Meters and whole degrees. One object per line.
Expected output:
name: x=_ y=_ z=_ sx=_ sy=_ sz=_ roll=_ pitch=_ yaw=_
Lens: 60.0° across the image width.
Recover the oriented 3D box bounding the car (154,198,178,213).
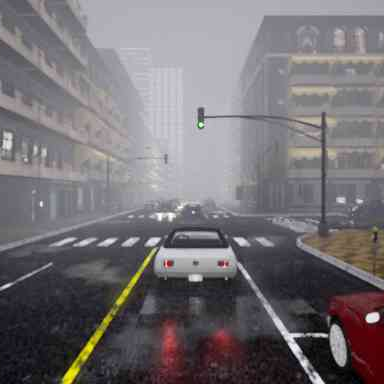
car: x=-3.088 y=1.763 z=40.607 sx=1.994 sy=1.385 sz=4.181 roll=0 pitch=0 yaw=0

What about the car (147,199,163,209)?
car: x=-5.691 y=1.826 z=51.800 sx=1.947 sy=1.339 sz=4.313 roll=-1 pitch=0 yaw=0

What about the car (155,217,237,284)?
car: x=0.139 y=1.647 z=9.680 sx=1.895 sy=1.301 sz=4.718 roll=0 pitch=0 yaw=1

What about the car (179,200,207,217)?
car: x=0.104 y=1.711 z=30.526 sx=1.994 sy=1.385 sz=4.181 roll=0 pitch=0 yaw=0

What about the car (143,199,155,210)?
car: x=-5.691 y=1.781 z=46.273 sx=2.008 sy=1.369 sz=4.403 roll=-1 pitch=0 yaw=0

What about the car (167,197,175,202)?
car: x=-5.684 y=2.062 z=90.496 sx=1.802 sy=1.307 sz=4.206 roll=-1 pitch=0 yaw=0

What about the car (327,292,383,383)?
car: x=2.682 y=1.558 z=2.796 sx=1.887 sy=1.381 sz=4.507 roll=0 pitch=0 yaw=0

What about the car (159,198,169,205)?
car: x=-5.688 y=1.934 z=68.384 sx=1.802 sy=1.307 sz=4.206 roll=-1 pitch=0 yaw=0

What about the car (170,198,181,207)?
car: x=-2.993 y=1.812 z=60.354 sx=1.837 sy=1.490 sz=4.892 roll=0 pitch=0 yaw=0

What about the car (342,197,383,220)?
car: x=14.153 y=1.214 z=25.762 sx=4.553 sy=1.767 sz=2.097 roll=-1 pitch=0 yaw=1

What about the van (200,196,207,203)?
van: x=2.692 y=1.756 z=79.434 sx=1.690 sy=1.788 sz=3.998 roll=-1 pitch=0 yaw=0

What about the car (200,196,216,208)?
car: x=2.688 y=1.700 z=51.795 sx=1.967 sy=1.590 sz=4.097 roll=-1 pitch=0 yaw=0

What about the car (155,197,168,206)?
car: x=-5.690 y=1.761 z=62.857 sx=1.967 sy=1.590 sz=4.097 roll=-1 pitch=0 yaw=0

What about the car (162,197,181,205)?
car: x=-3.070 y=1.798 z=49.994 sx=2.033 sy=1.411 sz=5.357 roll=0 pitch=0 yaw=0

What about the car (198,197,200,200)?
car: x=2.692 y=1.902 z=68.377 sx=2.008 sy=1.369 sz=4.403 roll=-1 pitch=0 yaw=0

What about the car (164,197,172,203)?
car: x=-5.687 y=1.939 z=79.270 sx=1.752 sy=1.417 sz=4.829 roll=-1 pitch=0 yaw=0
